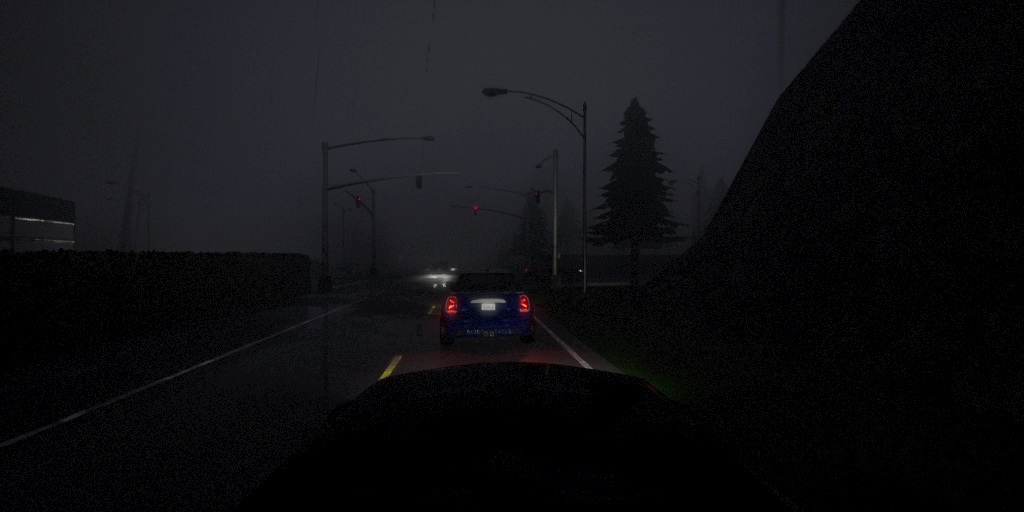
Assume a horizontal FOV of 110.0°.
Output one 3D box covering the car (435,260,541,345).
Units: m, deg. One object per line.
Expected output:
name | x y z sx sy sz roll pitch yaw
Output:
car | -0.737 1.102 9.753 2.097 1.767 4.553 0 0 -6

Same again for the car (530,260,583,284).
car | 3.121 1.102 26.143 4.553 1.767 2.097 0 0 5

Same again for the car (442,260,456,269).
car | -10.136 1.314 58.066 1.994 1.385 4.181 0 0 -7

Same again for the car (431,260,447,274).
car | -8.187 1.242 41.488 2.128 1.511 4.902 0 0 -7
